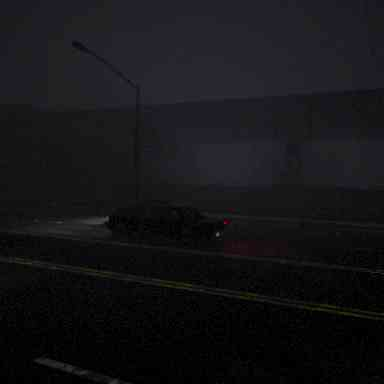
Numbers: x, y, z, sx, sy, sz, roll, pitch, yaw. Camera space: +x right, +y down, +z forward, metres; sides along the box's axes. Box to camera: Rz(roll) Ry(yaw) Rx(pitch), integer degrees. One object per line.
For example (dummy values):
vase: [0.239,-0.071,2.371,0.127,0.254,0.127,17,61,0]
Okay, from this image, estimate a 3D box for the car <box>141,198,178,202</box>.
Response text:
car: [-2.069,1.023,17.572,4.674,1.442,1.812,2,2,23]

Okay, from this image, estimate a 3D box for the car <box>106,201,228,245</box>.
car: [-1.054,1.228,13.364,4.718,1.301,1.895,2,2,23]
